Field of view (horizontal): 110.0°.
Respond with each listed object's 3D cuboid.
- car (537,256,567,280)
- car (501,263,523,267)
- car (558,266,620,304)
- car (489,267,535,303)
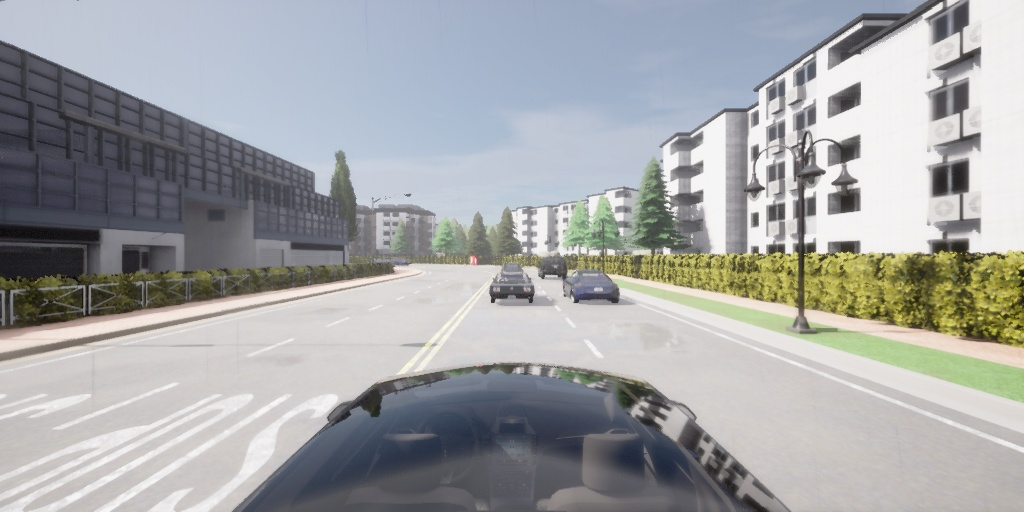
[{"bbox_3d":[3.500,1.008,31.530,2.150,2.045,5.566,0,0,0],"label":"car"},{"bbox_3d":[0.000,1.322,31.500,1.994,1.385,4.181,0,0,0],"label":"car"},{"bbox_3d":[3.500,1.322,16.500,1.994,1.385,4.181,0,0,0],"label":"car"},{"bbox_3d":[0.000,1.366,16.530,1.895,1.301,4.718,0,0,0],"label":"car"}]
